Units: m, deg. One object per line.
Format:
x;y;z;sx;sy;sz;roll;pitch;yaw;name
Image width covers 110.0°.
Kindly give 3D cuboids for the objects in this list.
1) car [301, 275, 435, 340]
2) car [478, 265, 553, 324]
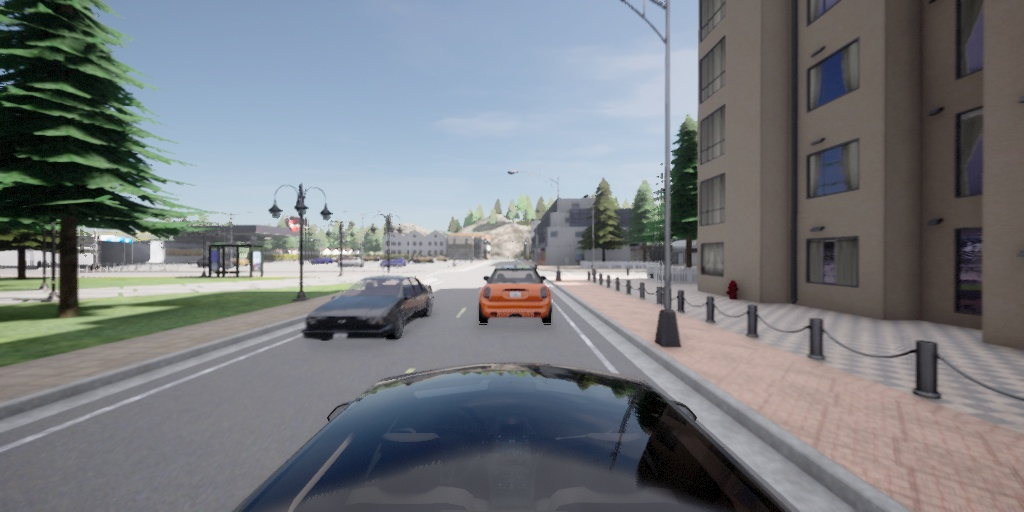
-3.540;1.268;10.089;2.033;1.411;5.357;0;0;0;car
0.094;1.066;11.932;2.097;1.767;4.553;0;0;0;car
